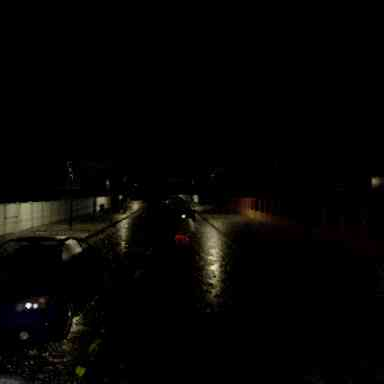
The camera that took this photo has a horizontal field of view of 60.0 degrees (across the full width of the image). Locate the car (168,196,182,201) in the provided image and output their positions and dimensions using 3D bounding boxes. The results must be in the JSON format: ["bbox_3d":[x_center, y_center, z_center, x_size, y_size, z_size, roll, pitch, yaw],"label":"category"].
[{"bbox_3d":[-1.917,1.343,41.995,2.097,1.767,4.553,0,0,-5],"label":"car"}]

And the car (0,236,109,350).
[{"bbox_3d":[-2.943,1.561,6.308,1.994,1.385,4.181,0,0,-1],"label":"car"}]

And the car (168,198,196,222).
[{"bbox_3d":[-0.739,1.493,26.329,1.837,1.490,4.892,0,0,-3],"label":"car"}]
